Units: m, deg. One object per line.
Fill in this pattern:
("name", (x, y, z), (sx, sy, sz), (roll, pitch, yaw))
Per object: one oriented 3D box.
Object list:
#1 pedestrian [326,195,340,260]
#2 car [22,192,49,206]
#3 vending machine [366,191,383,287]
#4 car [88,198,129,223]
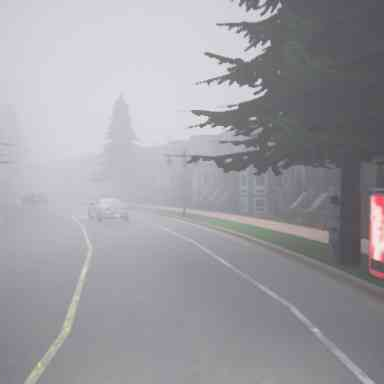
("pedestrian", (4.024, 0.946, 9.187), (0.375, 1.860, 0.375), (0, 1, -11))
("car", (-18.369, 0.769, 38.855), (2.128, 1.511, 4.902), (-1, 1, -42))
("vending machine", (4.733, 1.030, 7.531), (1.100, 2.100, 0.880), (0, 1, -9))
("car", (-5.467, 1.111, 21.596), (1.812, 1.442, 4.674), (-1, 1, -28))
